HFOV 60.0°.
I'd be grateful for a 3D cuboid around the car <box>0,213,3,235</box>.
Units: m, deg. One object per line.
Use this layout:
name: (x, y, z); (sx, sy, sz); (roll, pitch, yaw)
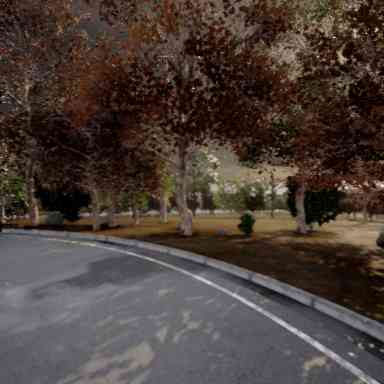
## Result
car: (-10.986, 1.247, 14.629); (5.566, 2.045, 2.150); (-1, 1, 21)
